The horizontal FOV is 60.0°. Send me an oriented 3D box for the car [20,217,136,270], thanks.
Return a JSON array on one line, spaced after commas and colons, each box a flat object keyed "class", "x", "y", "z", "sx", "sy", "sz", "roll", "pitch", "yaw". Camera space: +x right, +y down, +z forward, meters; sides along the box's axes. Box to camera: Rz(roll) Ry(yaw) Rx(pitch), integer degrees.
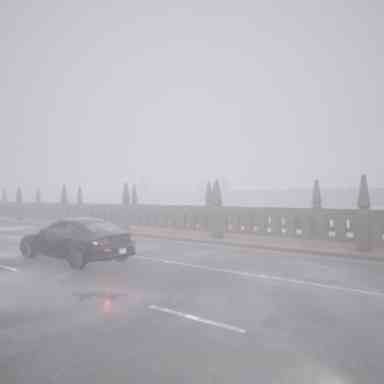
[{"class": "car", "x": -3.904, "y": 1.585, "z": 11.214, "sx": 4.674, "sy": 1.442, "sz": 1.812, "roll": 0, "pitch": 0, "yaw": 36}]
